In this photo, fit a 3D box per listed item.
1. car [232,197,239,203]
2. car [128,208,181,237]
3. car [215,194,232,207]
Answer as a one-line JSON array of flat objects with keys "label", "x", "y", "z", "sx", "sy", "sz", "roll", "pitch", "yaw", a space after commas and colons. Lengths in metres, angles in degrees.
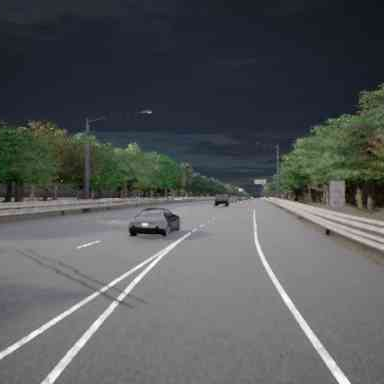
[{"label": "car", "x": 9.754, "y": 1.998, "z": 80.892, "sx": 2.033, "sy": 1.411, "sz": 5.357, "roll": 0, "pitch": -1, "yaw": 11}, {"label": "car", "x": -1.909, "y": 1.567, "z": 18.084, "sx": 1.994, "sy": 1.385, "sz": 4.181, "roll": 0, "pitch": 0, "yaw": 10}, {"label": "car", "x": 5.120, "y": 1.384, "z": 56.212, "sx": 2.150, "sy": 2.045, "sz": 5.566, "roll": 0, "pitch": 0, "yaw": 11}]
